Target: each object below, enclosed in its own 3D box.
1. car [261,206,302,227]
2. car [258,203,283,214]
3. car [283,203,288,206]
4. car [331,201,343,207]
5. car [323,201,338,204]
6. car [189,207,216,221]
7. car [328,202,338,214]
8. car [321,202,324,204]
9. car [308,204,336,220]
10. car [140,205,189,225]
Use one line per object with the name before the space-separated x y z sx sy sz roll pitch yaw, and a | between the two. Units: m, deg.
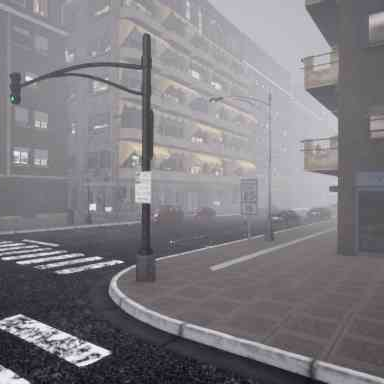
car | 7.655 2.095 27.476 1.947 1.339 4.313 -1 -2 35
car | 10.541 2.327 46.201 1.887 1.381 4.507 -1 -1 35
car | 13.682 2.404 50.722 1.752 1.417 4.829 -1 -1 35
car | 36.416 3.022 83.502 1.967 1.590 4.097 -1 -1 35
car | 23.570 2.597 54.841 1.812 1.442 4.674 0 -1 35
car | 0.829 2.063 32.220 1.802 1.307 4.206 -1 -1 35
car | 20.704 2.458 46.257 1.752 1.417 4.829 -1 -2 35
car | 29.934 2.822 74.187 1.967 1.590 4.097 -1 -1 35
car | 14.131 2.295 36.796 1.947 1.339 4.313 -1 -2 35
car | -2.409 1.821 27.563 1.967 1.590 4.097 -1 -1 35
